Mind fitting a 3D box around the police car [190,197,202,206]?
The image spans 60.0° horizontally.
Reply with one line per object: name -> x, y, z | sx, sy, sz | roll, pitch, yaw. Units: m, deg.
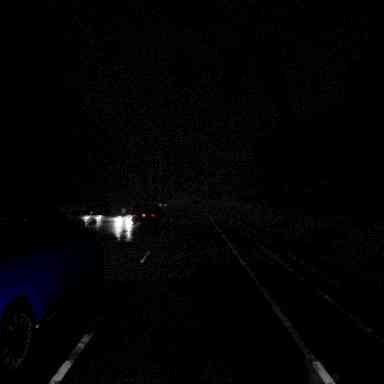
police car -> 0.996, 1.846, 66.654 | 1.930, 1.638, 5.238 | 0, -1, 0

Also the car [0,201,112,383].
car -> -3.149, 1.224, 5.543 | 2.150, 2.045, 5.566 | 0, 0, 0

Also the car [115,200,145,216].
car -> -6.583, 1.592, 34.425 | 2.128, 1.511, 4.902 | 0, 0, 0

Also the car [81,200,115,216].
car -> -9.838, 1.653, 35.185 | 2.033, 1.411, 5.357 | 0, 0, 0

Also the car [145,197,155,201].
car -> -9.726, 1.892, 76.529 | 1.994, 1.385, 4.181 | 0, -1, 0

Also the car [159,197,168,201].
car -> -6.476, 1.912, 76.113 | 2.033, 1.411, 5.357 | 0, -1, 0

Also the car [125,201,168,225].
car -> -3.144, 1.590, 24.243 | 2.033, 1.411, 5.357 | 0, 0, 0

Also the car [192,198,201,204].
car -> 0.999, 2.061, 76.543 | 1.812, 1.442, 4.674 | 0, -1, 0
